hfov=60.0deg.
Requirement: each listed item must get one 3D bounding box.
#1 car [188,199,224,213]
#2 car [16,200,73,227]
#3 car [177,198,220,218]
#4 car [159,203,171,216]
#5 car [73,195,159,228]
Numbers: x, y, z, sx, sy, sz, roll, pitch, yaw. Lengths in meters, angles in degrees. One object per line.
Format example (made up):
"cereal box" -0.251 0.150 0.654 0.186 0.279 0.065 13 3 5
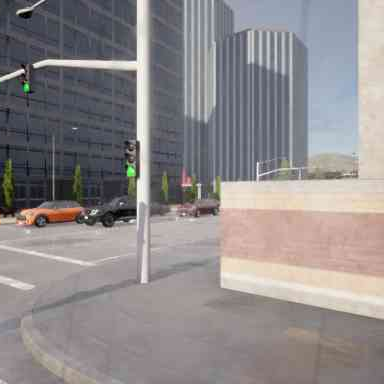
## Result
"car" 1.750 1.560 39.094 1.837 1.490 4.892 0 0 36
"car" -9.701 1.407 23.169 2.097 1.767 4.553 0 0 36
"car" 0.584 1.407 31.485 2.097 1.767 4.553 0 0 36
"car" -4.175 1.603 30.864 2.033 1.411 5.357 0 0 36
"car" -5.145 1.277 23.516 2.150 2.045 5.566 0 0 36
